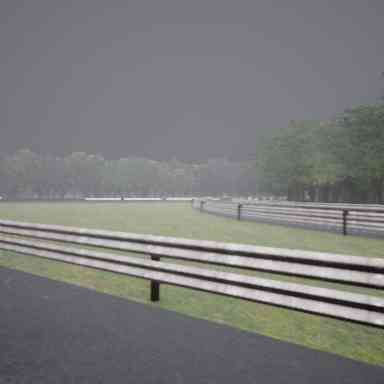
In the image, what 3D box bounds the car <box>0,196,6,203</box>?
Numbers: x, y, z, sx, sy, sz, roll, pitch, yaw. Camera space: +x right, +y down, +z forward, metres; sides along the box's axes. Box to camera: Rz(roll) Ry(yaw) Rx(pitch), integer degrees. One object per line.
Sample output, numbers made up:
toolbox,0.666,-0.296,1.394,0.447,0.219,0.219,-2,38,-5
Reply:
car,-46.212,1.789,78.456,4.892,1.490,1.837,0,0,1
